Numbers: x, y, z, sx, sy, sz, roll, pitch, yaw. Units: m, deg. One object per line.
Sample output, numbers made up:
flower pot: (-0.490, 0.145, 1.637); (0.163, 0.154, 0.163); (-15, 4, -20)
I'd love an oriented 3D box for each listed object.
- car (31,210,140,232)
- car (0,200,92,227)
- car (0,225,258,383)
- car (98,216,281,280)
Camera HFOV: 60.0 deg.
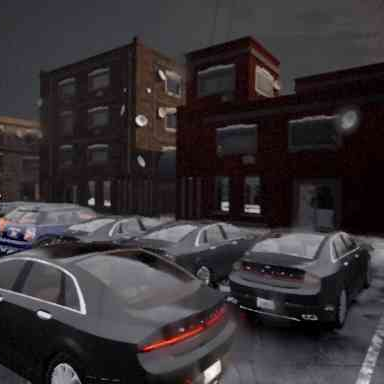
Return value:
car: (-1.943, 1.435, 10.332); (2.231, 1.521, 4.892); (0, 0, 35)
car: (-4.201, 1.293, 11.912); (2.185, 1.767, 4.553); (0, 0, 35)
car: (-1.769, 1.479, 4.640); (4.892, 1.490, 1.837); (0, 0, 36)
car: (0.302, 1.451, 8.731); (2.231, 1.521, 4.892); (0, 0, 35)
